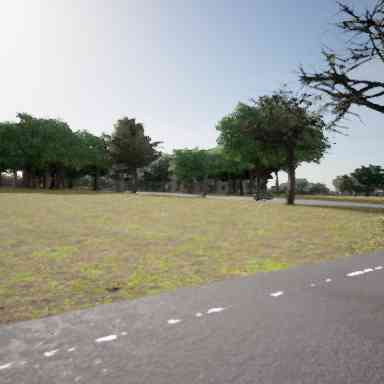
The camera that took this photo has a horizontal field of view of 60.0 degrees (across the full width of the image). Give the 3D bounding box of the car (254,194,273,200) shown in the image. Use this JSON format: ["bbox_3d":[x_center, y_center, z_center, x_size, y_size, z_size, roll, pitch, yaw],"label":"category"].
[{"bbox_3d":[15.392,1.046,71.274,1.994,1.385,4.181,0,2,-35],"label":"car"}]
